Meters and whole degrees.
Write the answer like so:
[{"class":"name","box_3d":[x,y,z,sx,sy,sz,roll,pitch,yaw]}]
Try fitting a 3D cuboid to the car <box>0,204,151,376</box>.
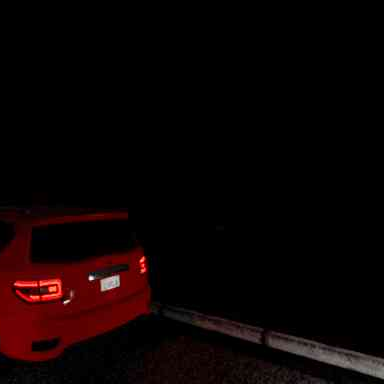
[{"class":"car","box_3d":[-3.215,1.228,5.670,5.566,2.045,2.150,0,0,35]}]
